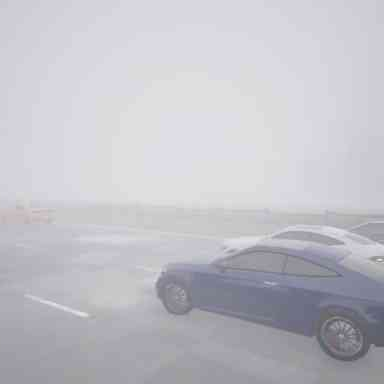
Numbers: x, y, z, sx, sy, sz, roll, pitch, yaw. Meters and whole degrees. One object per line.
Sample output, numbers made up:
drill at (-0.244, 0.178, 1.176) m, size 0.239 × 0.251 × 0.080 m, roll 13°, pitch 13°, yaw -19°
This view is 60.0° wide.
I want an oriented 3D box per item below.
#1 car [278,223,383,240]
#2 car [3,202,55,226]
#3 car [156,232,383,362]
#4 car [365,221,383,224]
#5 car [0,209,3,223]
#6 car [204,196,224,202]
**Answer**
car at (3.015, 1.635, 9.189) m, size 4.674 × 1.442 × 1.812 m, roll 1°, pitch 0°, yaw 35°
car at (-11.862, 1.491, 23.751) m, size 5.008 × 1.535 × 1.882 m, roll 1°, pitch 0°, yaw 35°
car at (1.485, 1.593, 5.993) m, size 4.674 × 1.442 × 1.812 m, roll 0°, pitch 0°, yaw 35°
car at (6.195, 1.692, 11.244) m, size 4.674 × 1.442 × 1.812 m, roll 1°, pitch 0°, yaw 35°
car at (-14.274, 1.489, 21.159) m, size 4.674 × 1.442 × 1.812 m, roll 0°, pitch 0°, yaw 35°
car at (5.212, 1.829, 77.648) m, size 4.605 × 1.855 × 1.932 m, roll 0°, pitch 0°, yaw 35°
